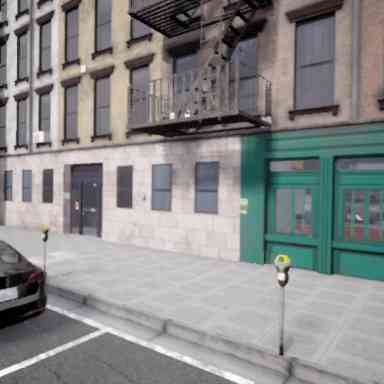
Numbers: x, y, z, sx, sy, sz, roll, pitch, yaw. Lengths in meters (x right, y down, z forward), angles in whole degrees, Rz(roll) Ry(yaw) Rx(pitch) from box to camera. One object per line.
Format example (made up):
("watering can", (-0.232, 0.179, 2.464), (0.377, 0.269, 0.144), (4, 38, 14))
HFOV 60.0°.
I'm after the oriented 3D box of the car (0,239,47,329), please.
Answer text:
("car", (-4.314, 1.456, 5.907), (4.313, 1.339, 1.947), (1, 1, 36))
